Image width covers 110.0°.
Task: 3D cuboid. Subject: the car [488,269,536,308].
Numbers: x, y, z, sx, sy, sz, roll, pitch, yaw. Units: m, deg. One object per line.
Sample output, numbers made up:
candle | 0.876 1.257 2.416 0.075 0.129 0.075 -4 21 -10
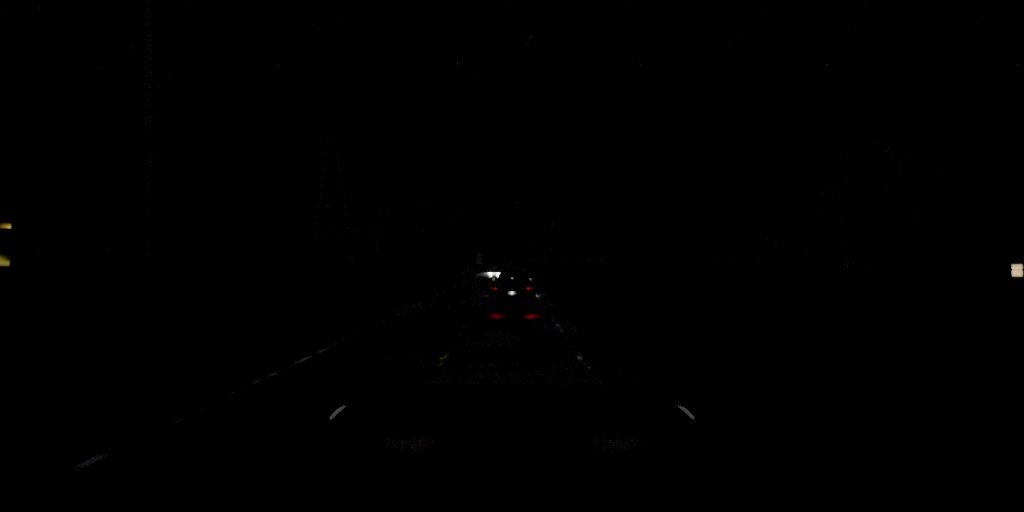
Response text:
car | 0.005 1.452 16.172 1.994 1.385 4.181 0 -1 0

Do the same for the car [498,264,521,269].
car | 0.010 1.541 31.168 1.837 1.490 4.892 0 0 0

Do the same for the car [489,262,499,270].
car | -2.741 1.792 58.272 2.128 1.511 4.902 0 -1 0
